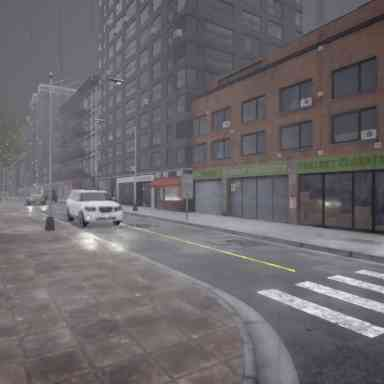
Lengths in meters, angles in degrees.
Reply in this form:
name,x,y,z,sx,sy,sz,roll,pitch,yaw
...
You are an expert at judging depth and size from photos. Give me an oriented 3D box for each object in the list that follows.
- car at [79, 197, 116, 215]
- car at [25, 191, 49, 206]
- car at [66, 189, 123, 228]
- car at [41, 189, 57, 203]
name,x,y,z,sx,sy,sz,roll,pitch,yaw
car,-8.357,1.154,29.138,1.895,1.301,4.718,0,1,-33
car,-19.081,0.904,40.592,1.812,1.442,4.674,0,0,-32
car,-6.033,0.881,20.027,2.150,2.045,5.566,0,1,-33
car,-21.928,0.578,50.381,2.150,2.045,5.566,0,0,-32
